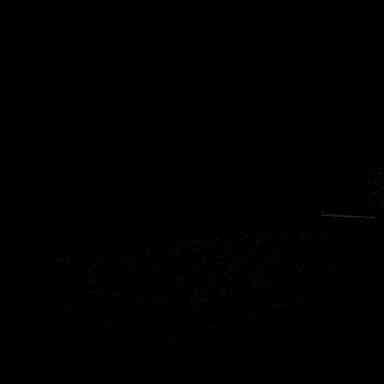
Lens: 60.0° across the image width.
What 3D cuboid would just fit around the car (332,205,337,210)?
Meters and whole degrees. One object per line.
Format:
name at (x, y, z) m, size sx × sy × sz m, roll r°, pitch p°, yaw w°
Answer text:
car at (15.957, 1.796, 42.462) m, size 1.752 × 1.417 × 4.829 m, roll 0°, pitch 0°, yaw -36°

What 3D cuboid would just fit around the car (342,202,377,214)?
car at (19.350, 1.757, 37.764) m, size 1.887 × 1.381 × 4.507 m, roll 0°, pitch 0°, yaw -36°

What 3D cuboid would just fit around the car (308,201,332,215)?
car at (12.562, 1.798, 37.001) m, size 1.895 × 1.301 × 4.718 m, roll 1°, pitch -1°, yaw -36°
